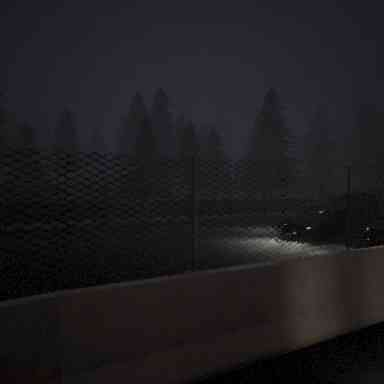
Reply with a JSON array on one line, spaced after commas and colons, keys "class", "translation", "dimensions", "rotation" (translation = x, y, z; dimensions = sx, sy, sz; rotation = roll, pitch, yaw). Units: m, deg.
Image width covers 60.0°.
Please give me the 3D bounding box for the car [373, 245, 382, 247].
[{"class": "car", "translation": [8.995, 1.380, 13.045], "dimensions": [5.008, 1.535, 1.882], "rotation": [0, 0, -26]}]
